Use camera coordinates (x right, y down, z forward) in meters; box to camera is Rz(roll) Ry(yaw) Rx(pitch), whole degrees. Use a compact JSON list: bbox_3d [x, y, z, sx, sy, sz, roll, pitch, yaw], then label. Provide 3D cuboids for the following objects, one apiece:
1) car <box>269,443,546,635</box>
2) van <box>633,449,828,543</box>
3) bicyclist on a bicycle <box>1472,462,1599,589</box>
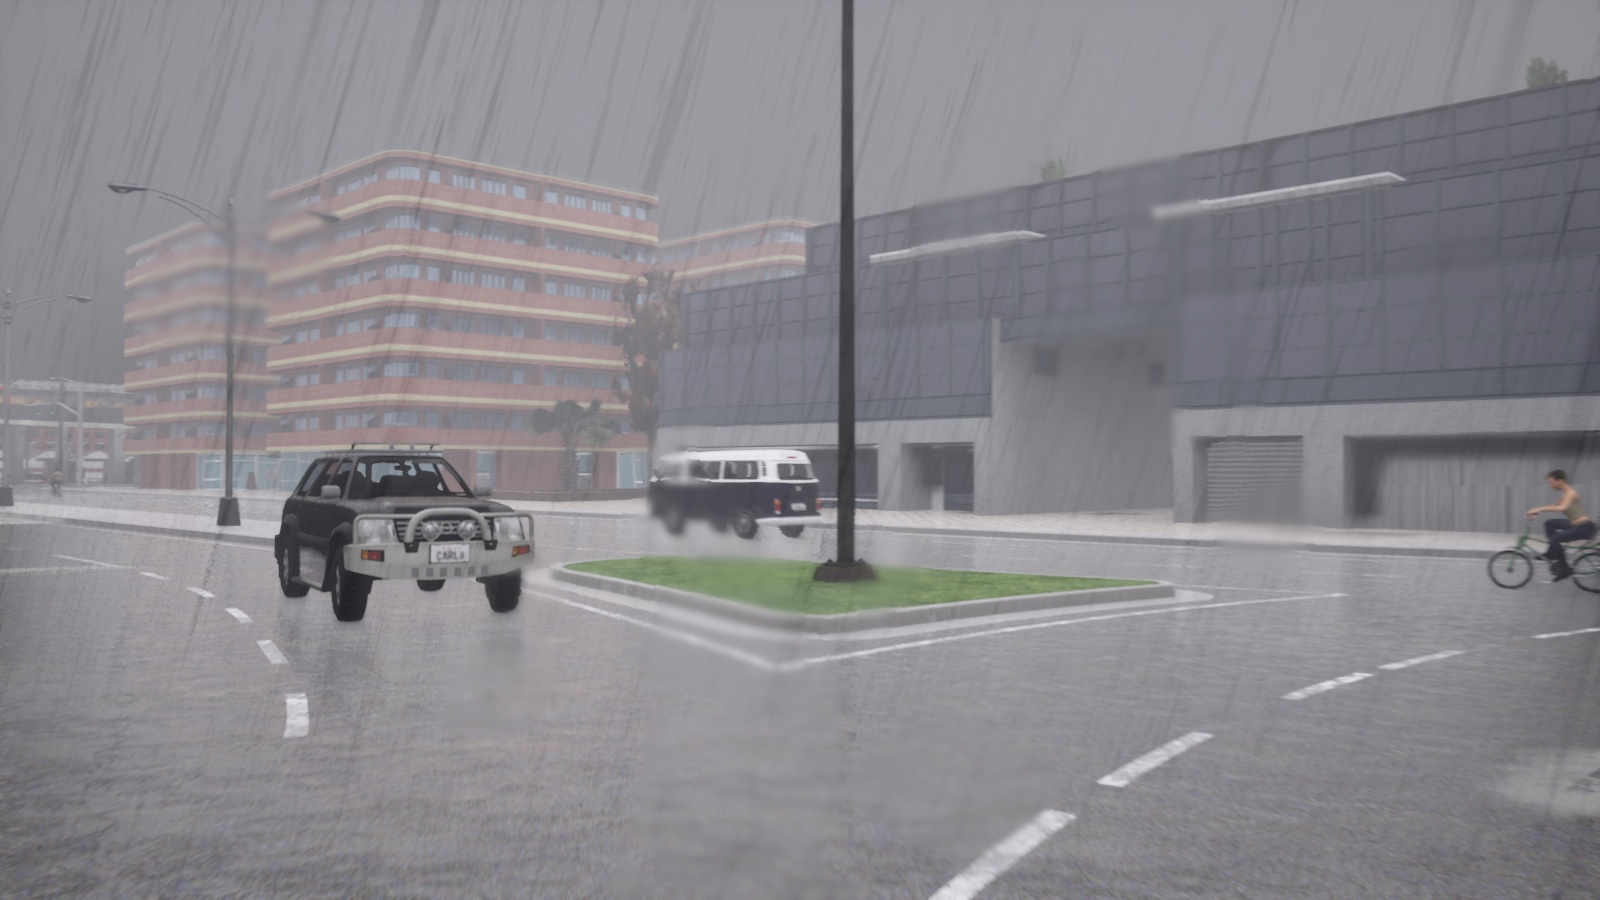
[{"bbox_3d":[-4.703,0.897,14.554,1.932,1.855,4.605,0,-1,-32],"label":"car"},{"bbox_3d":[-1.704,1.044,29.718,4.480,2.038,2.069,-1,-1,43],"label":"van"},{"bbox_3d":[9.810,0.985,16.681,1.509,1.612,0.866,-1,-2,27],"label":"bicyclist on a bicycle"}]
